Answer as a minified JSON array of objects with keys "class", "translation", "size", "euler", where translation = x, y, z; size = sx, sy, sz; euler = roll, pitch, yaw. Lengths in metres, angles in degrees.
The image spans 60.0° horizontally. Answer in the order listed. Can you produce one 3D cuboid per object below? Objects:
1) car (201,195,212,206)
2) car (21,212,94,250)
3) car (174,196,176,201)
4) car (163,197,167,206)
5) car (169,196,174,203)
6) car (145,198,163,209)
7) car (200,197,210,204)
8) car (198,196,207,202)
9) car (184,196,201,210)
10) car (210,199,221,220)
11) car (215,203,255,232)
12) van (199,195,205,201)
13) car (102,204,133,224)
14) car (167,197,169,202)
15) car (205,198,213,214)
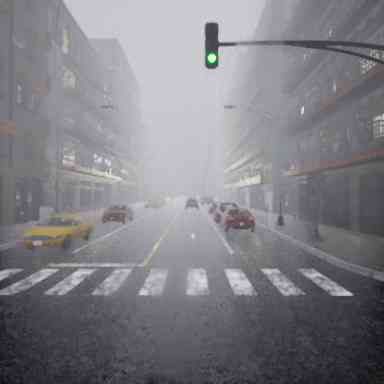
[{"class":"car","translation":[2.700,1.512,58.984],"size":[2.192,1.841,5.009],"euler":[1,0,0]},{"class":"car","translation":[-5.682,1.573,14.639],"size":[1.752,1.417,4.829],"euler":[1,0,0]},{"class":"car","translation":[-5.684,1.826,81.089],"size":[2.008,1.369,4.403],"euler":[1,0,0]},{"class":"car","translation":[-5.684,1.728,53.473],"size":[2.008,1.369,4.403],"euler":[1,0,0]},{"class":"car","translation":[-5.683,1.780,75.396],"size":[1.752,1.417,4.829],"euler":[1,0,0]},{"class":"car","translation":[-5.683,1.683,47.780],"size":[1.752,1.417,4.829],"euler":[1,0,0]},{"class":"car","translation":[2.697,1.801,70.029],"size":[1.947,1.339,4.313],"euler":[1,0,0]},{"class":"car","translation":[2.698,1.736,86.600],"size":[1.967,1.590,4.097],"euler":[1,0,0]},{"class":"car","translation":[0.002,1.657,46.162],"size":[1.837,1.490,4.892],"euler":[0,0,0]},{"class":"car","translation":[2.699,1.525,25.842],"size":[1.967,1.590,4.097],"euler":[1,0,0]},{"class":"car","translation":[2.698,1.611,20.318],"size":[1.887,1.381,4.507],"euler":[1,0,0]},{"class":"van","translation":[2.699,1.657,92.124],"size":[1.690,1.788,3.998],"euler":[1,0,0]},{"class":"car","translation":[-5.683,1.629,25.856],"size":[1.887,1.381,4.507],"euler":[1,0,0]},{"class":"car","translation":[-5.684,1.741,58.996],"size":[1.887,1.381,4.507],"euler":[1,0,0]},{"class":"car","translation":[2.697,1.703,36.889],"size":[1.802,1.307,4.206],"euler":[1,0,0]}]
